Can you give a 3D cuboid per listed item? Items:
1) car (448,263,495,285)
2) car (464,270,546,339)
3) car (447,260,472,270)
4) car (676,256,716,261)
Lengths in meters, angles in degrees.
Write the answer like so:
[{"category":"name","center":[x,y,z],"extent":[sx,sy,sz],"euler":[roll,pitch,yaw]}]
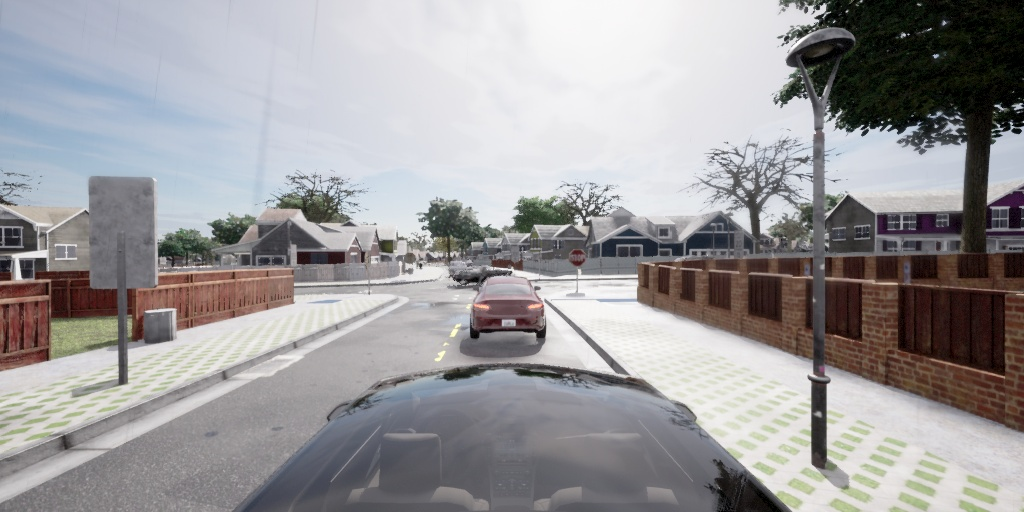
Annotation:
[{"category":"car","center":[-1.952,1.368,25.582],"extent":[1.895,1.301,4.718],"euler":[-2,0,36]},{"category":"car","center":[-0.136,1.280,10.022],"extent":[1.812,1.442,4.674],"euler":[0,0,-2]},{"category":"car","center":[-5.532,1.351,37.066],"extent":[2.128,1.511,4.902],"euler":[0,0,-8]},{"category":"car","center":[11.902,0.814,24.527],"extent":[4.553,1.767,2.097],"euler":[-1,1,4]}]
